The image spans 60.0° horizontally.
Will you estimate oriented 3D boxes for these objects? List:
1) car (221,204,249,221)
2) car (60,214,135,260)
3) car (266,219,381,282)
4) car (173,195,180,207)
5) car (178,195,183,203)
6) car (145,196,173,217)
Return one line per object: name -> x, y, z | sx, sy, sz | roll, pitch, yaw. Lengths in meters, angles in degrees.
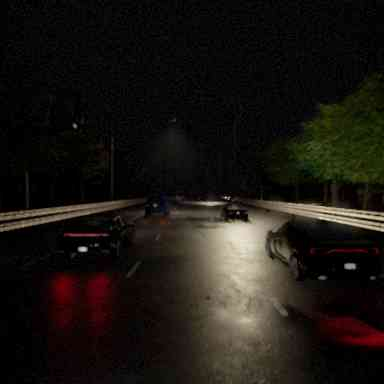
car -> 3.598, 1.702, 28.428 | 2.033, 1.411, 5.357 | 0, 0, 0
car -> -3.402, 1.581, 12.797 | 2.128, 1.511, 4.902 | 0, 0, 0
car -> 3.600, 1.552, 10.042 | 1.882, 1.535, 5.008 | 0, 0, 0
car -> -3.509, 1.719, 56.293 | 1.812, 1.442, 4.674 | 0, 0, 0
car -> -3.512, 1.687, 67.297 | 2.128, 1.511, 4.902 | 0, 0, 0
car -> -3.407, 1.394, 33.602 | 2.150, 2.045, 5.566 | 0, 0, 0
